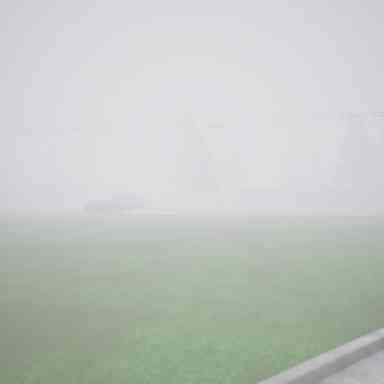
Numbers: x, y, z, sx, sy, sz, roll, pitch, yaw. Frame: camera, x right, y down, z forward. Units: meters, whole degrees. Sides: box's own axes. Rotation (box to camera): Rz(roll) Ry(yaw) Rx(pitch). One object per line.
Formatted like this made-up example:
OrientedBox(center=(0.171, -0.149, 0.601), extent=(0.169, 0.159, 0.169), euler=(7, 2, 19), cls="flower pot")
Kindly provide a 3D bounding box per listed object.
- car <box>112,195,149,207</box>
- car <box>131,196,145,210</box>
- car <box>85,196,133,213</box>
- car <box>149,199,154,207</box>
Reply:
OrientedBox(center=(-8.062, 1.154, 40.448), extent=(4.553, 1.767, 2.097), euler=(0, 0, 12), cls="car")
OrientedBox(center=(-7.874, 1.389, 36.837), extent=(4.181, 1.385, 1.994), euler=(0, 0, 12), cls="car")
OrientedBox(center=(-8.581, 1.415, 33.409), extent=(4.181, 1.385, 1.994), euler=(0, 0, 12), cls="car")
OrientedBox(center=(-7.371, 1.127, 43.878), extent=(4.553, 1.767, 2.097), euler=(0, 0, 12), cls="car")
